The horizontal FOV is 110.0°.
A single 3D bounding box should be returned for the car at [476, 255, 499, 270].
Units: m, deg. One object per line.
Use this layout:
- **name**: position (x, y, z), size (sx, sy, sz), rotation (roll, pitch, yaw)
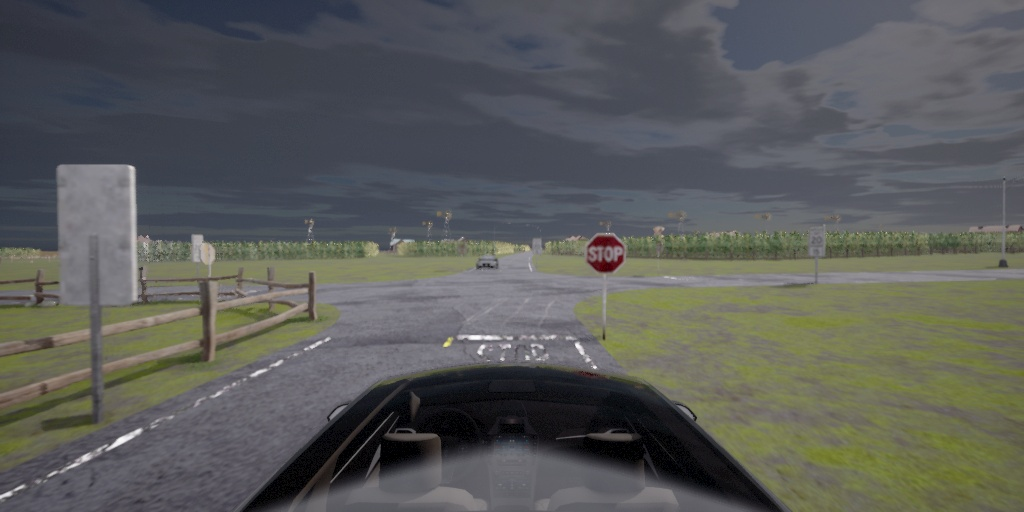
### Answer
- **car**: position (-2.287, 0.602, 34.739), size (1.994, 1.385, 4.181), rotation (0, 2, 2)
